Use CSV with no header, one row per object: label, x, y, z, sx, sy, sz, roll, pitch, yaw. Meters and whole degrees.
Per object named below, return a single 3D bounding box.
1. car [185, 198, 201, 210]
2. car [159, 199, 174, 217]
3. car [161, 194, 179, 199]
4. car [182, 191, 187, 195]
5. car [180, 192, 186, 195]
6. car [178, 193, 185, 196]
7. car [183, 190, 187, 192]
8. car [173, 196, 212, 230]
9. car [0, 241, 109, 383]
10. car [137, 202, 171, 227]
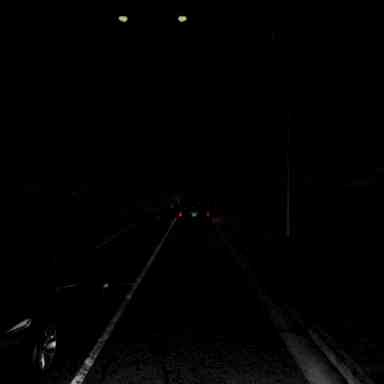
car,0.162,1.436,41.290,1.895,1.301,4.718,0,1,0
car,-2.593,1.498,27.716,1.947,1.339,4.313,0,0,0
car,-2.584,1.337,33.249,1.967,1.590,4.097,0,0,0
car,-2.528,1.045,66.468,1.887,1.381,4.507,1,1,0
car,-2.538,1.138,60.934,1.887,1.381,4.507,1,1,0
car,-2.557,1.297,49.862,2.008,1.369,4.403,1,1,0
car,-2.518,0.926,71.832,1.752,1.417,4.829,1,1,0
car,0.130,1.325,21.095,2.097,1.767,4.553,0,0,0
car,-2.632,1.582,5.564,1.947,1.339,4.313,0,0,0
car,-2.603,1.549,22.184,1.802,1.307,4.206,0,0,0
